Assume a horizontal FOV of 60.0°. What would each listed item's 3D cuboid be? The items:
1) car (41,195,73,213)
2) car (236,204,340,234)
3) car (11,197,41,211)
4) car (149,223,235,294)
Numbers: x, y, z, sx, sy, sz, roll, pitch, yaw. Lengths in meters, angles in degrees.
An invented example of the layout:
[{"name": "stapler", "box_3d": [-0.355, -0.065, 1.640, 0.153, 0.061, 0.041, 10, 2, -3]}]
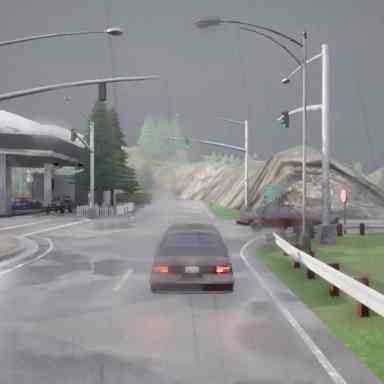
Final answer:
[{"name": "car", "box_3d": [-14.519, 1.313, 36.524, 1.905, 1.878, 3.866, 0, 0, -1]}, {"name": "car", "box_3d": [5.084, 1.383, 18.034, 5.357, 1.411, 2.033, -1, 0, 33]}, {"name": "car", "box_3d": [-20.224, 1.480, 40.803, 2.242, 1.667, 4.611, 0, 0, -1]}, {"name": "car", "box_3d": [0.003, 1.547, 8.940, 2.033, 1.411, 5.357, 0, 0, 0]}]
